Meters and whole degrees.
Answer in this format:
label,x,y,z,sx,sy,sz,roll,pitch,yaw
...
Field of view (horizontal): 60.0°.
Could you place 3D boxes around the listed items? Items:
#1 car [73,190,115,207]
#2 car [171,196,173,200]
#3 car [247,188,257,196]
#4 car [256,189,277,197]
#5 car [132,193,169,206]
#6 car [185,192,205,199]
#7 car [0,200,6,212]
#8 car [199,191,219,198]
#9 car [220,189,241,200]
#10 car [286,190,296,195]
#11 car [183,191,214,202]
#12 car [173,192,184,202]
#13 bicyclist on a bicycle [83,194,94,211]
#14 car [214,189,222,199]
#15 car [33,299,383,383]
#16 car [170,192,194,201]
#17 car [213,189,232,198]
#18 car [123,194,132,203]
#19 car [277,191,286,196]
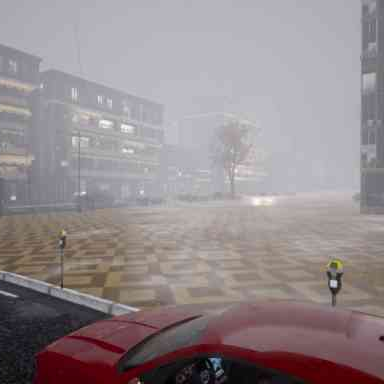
label,x,y,z,sx,sy,sz,roll,pitch,yaw
car,-12.536,0.751,42.884,2.150,2.045,5.566,1,1,35
car,-5.773,0.814,57.159,2.008,1.369,4.403,2,2,35
car,16.457,-0.023,89.177,2.192,1.841,5.009,2,2,35
car,16.989,0.451,75.256,2.008,1.369,4.403,2,2,35
car,-5.240,1.055,43.230,2.008,1.369,4.403,2,2,35
car,0.578,0.656,66.310,1.947,1.339,4.313,2,2,35
car,-20.396,1.097,31.552,2.097,1.767,4.553,1,1,37
car,3.656,0.532,70.743,1.752,1.417,4.829,2,2,35
car,7.559,0.680,61.670,1.752,1.417,4.829,2,2,35
car,26.515,0.084,88.977,1.967,1.590,4.097,2,2,35
car,1.111,0.881,52.381,2.008,1.369,4.403,2,2,35
car,-0.356,0.767,54.916,1.882,1.535,5.008,1,1,35
bicyclist on a bicycle,-9.819,1.021,31.479,1.656,1.620,0.582,0,1,35
car,5.523,0.633,63.474,1.837,1.490,4.892,1,1,35
car,0.603,1.545,2.435,4.507,1.381,1.887,0,0,36
car,-1.658,0.757,58.427,1.812,1.442,4.674,1,1,35
car,6.932,0.234,75.453,2.192,1.841,5.009,2,2,35
car,-8.948,0.916,52.584,1.947,1.339,4.313,2,2,35
car,20.163,0.365,79.830,2.008,1.369,4.403,2,2,35
